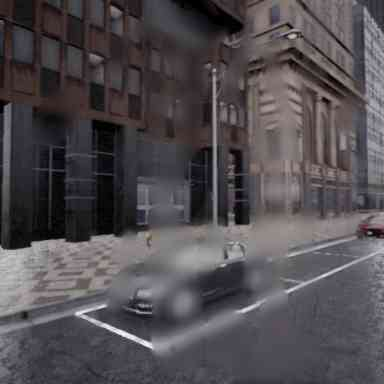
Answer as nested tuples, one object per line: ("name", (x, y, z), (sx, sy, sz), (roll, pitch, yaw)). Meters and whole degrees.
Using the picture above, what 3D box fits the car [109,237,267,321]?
("car", (0.153, 1.802, 7.876), (2.008, 1.369, 4.403), (-1, -2, 43))

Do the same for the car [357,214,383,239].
("car", (11.279, 2.043, 19.892), (1.887, 1.381, 4.507), (-1, -2, 43))
